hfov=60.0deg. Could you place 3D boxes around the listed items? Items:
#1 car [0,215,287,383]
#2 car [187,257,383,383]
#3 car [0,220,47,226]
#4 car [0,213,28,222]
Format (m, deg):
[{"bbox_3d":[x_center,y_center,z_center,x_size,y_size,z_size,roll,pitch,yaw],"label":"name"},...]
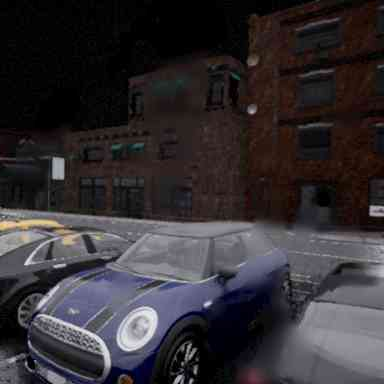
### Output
[{"bbox_3d":[-0.089,1.332,5.249,2.185,1.767,4.553,1,0,36],"label":"car"},{"bbox_3d":[2.155,1.518,3.606,2.002,1.452,4.674,1,0,36],"label":"car"},{"bbox_3d":[-2.379,1.436,6.836,2.231,1.521,4.892,1,0,36],"label":"car"},{"bbox_3d":[-4.748,1.410,8.307,1.946,1.575,5.366,1,0,36],"label":"car"}]
